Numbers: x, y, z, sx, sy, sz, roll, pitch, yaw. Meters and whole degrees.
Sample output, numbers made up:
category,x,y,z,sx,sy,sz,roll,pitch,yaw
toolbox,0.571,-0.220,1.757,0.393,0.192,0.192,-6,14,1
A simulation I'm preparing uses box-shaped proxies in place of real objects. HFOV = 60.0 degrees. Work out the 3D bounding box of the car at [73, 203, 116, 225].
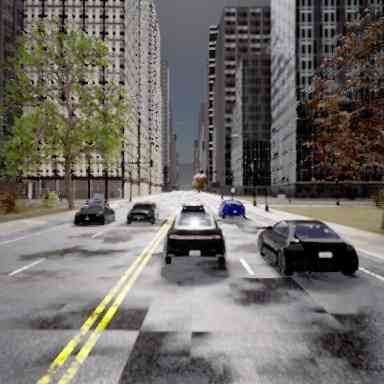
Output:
category,x,y,z,sx,sy,sz,roll,pitch,yaw
car,-6.590,1.482,22.888,1.994,1.385,4.181,0,0,0

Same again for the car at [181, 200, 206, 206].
category,x,y,z,sx,sy,sz,roll,pitch,yaw
car,0.094,1.395,26.899,2.128,1.511,4.902,0,0,0

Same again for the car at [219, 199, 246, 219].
category,x,y,z,sx,sy,sz,roll,pitch,yaw
car,3.347,1.374,28.310,1.882,1.535,5.008,0,0,0

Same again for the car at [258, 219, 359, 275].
category,x,y,z,sx,sy,sz,roll,pitch,yaw
car,3.339,1.529,10.319,1.994,1.385,4.181,0,0,0

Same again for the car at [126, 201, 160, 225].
category,x,y,z,sx,sy,sz,roll,pitch,yaw
car,-3.339,1.421,23.285,1.837,1.490,4.892,0,0,0

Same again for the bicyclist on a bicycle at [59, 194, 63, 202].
category,x,y,z,sx,sy,sz,roll,pitch,yaw
bicyclist on a bicycle,-25.148,1.149,63.721,0.582,1.620,1.656,0,0,2

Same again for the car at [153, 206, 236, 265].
category,x,y,z,sx,sy,sz,roll,pitch,yaw
car,0.091,1.452,11.518,2.128,1.511,4.902,0,0,0
